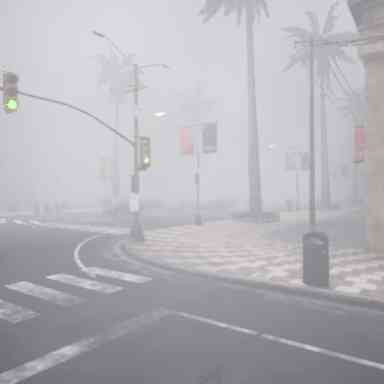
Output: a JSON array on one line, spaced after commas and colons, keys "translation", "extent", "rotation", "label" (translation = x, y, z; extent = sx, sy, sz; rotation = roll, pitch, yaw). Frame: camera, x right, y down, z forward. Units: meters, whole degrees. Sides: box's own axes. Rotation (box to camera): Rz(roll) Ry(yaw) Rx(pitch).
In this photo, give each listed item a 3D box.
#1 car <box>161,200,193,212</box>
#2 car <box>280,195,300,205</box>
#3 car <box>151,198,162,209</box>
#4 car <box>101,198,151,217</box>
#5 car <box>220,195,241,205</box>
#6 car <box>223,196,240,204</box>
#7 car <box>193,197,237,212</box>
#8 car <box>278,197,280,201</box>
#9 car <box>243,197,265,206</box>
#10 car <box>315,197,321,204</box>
[{"translation": [-1.154, 1.676, 39.974], "extent": [1.895, 1.301, 4.718], "rotation": [0, 0, 36], "label": "car"}, {"translation": [18.274, 1.628, 60.834], "extent": [1.994, 1.385, 4.181], "rotation": [0, 0, 35], "label": "car"}, {"translation": [-5.525, 1.609, 45.191], "extent": [2.161, 1.482, 4.786], "rotation": [0, 0, 35], "label": "car"}, {"translation": [-6.560, 1.580, 32.444], "extent": [1.837, 1.490, 4.892], "rotation": [0, 0, 36], "label": "car"}, {"translation": [7.320, 1.450, 62.968], "extent": [2.185, 1.767, 4.553], "rotation": [0, 0, 35], "label": "car"}, {"translation": [4.623, 1.428, 48.007], "extent": [2.097, 1.767, 4.553], "rotation": [0, 0, 36], "label": "car"}, {"translation": [2.749, 1.611, 39.072], "extent": [2.033, 1.411, 5.357], "rotation": [0, 0, 36], "label": "car"}, {"translation": [24.197, 1.578, 87.010], "extent": [2.231, 1.521, 4.892], "rotation": [0, 0, 35], "label": "car"}, {"translation": [10.477, 1.676, 56.097], "extent": [1.895, 1.301, 4.718], "rotation": [0, 0, 36], "label": "car"}, {"translation": [23.524, 1.580, 62.198], "extent": [1.812, 1.442, 4.674], "rotation": [0, 0, 35], "label": "car"}]
